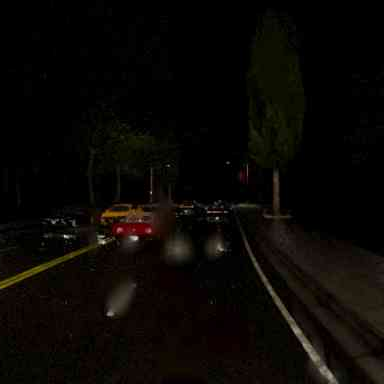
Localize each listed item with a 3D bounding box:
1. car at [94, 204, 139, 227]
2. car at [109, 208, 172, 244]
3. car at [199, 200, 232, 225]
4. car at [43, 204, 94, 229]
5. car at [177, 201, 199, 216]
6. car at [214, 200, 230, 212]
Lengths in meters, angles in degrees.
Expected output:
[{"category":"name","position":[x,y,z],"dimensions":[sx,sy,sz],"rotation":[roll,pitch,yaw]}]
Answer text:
[{"category":"car","position":[-4.896,1.588,23.757],"dimensions":[1.882,1.535,5.008],"rotation":[0,0,6]},{"category":"car","position":[-2.201,1.660,16.192],"dimensions":[1.895,1.301,4.718],"rotation":[0,0,5]},{"category":"car","position":[1.956,1.571,24.759],"dimensions":[2.128,1.511,4.902],"rotation":[0,0,6]},{"category":"car","position":[-8.261,1.629,22.875],"dimensions":[1.837,1.490,4.892],"rotation":[0,0,6]},{"category":"car","position":[-0.311,1.631,34.016],"dimensions":[2.128,1.511,4.902],"rotation":[0,0,6]},{"category":"car","position":[3.860,1.728,42.381],"dimensions":[1.994,1.385,4.181],"rotation":[0,0,6]}]
